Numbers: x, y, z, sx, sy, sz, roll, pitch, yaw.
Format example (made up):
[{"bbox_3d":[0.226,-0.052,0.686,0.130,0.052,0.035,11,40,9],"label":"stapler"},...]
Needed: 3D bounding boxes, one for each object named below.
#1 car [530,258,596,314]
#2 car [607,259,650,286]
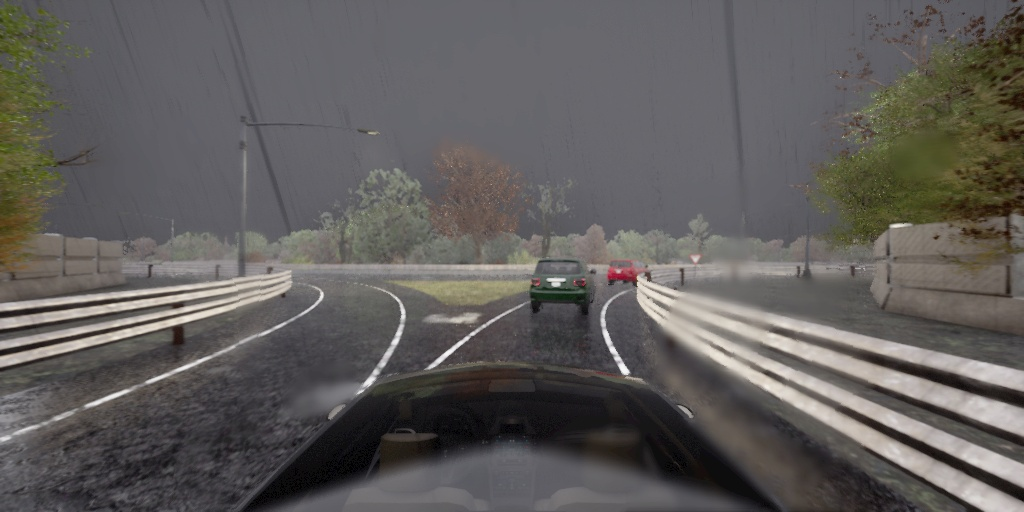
[{"bbox_3d":[2.250,1.122,15.016,2.150,2.045,5.566,0,-1,16],"label":"car"},{"bbox_3d":[9.505,1.298,28.874,2.150,2.045,5.566,0,-1,36],"label":"car"}]
